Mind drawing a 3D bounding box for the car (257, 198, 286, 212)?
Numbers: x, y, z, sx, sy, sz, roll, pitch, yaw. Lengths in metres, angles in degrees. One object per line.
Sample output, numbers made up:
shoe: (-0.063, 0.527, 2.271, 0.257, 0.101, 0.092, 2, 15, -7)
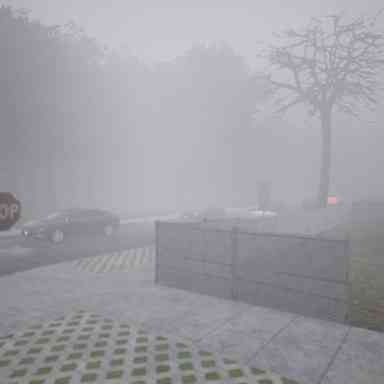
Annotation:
car: (8.781, 1.377, 36.572, 1.994, 1.385, 4.181, 2, 2, 35)

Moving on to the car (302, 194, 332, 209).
car: (14.613, 1.282, 39.741, 2.128, 1.511, 4.902, 2, 2, 36)

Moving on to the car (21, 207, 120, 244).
car: (-5.770, 1.528, 16.366, 1.837, 1.490, 4.892, 2, 1, 36)

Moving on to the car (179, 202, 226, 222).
car: (0.956, 1.515, 25.712, 1.812, 1.442, 4.674, 2, 2, 35)

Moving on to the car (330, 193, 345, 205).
car: (20.640, 0.977, 48.183, 2.097, 1.767, 4.553, 2, 2, 36)
